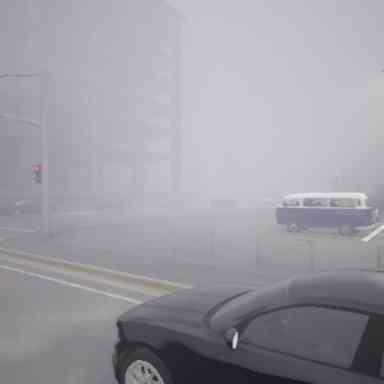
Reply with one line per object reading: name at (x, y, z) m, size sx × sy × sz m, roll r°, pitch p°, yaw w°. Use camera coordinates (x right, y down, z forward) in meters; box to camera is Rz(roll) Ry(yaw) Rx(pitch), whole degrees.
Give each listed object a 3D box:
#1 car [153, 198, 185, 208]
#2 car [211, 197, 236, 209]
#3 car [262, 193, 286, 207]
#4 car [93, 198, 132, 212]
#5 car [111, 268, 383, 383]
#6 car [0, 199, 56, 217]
car at (-3.197, 1.532, 47.805) m, size 2.033 × 1.411 × 5.357 m, roll 0°, pitch 0°, yaw 36°
car at (4.447, 1.467, 46.159) m, size 2.128 × 1.511 × 4.902 m, roll 0°, pitch 0°, yaw 35°
car at (14.550, 1.198, 60.419) m, size 2.150 × 2.045 × 5.566 m, roll 0°, pitch 0°, yaw 35°
car at (-9.346, 1.462, 39.137) m, size 1.882 × 1.535 × 5.008 m, roll 0°, pitch 0°, yaw 35°
car at (1.400, 1.478, 2.991) m, size 5.008 × 1.535 × 1.882 m, roll 0°, pitch 0°, yaw 35°
car at (-15.173, 1.461, 30.922) m, size 1.882 × 1.535 × 5.008 m, roll 0°, pitch 0°, yaw 35°
